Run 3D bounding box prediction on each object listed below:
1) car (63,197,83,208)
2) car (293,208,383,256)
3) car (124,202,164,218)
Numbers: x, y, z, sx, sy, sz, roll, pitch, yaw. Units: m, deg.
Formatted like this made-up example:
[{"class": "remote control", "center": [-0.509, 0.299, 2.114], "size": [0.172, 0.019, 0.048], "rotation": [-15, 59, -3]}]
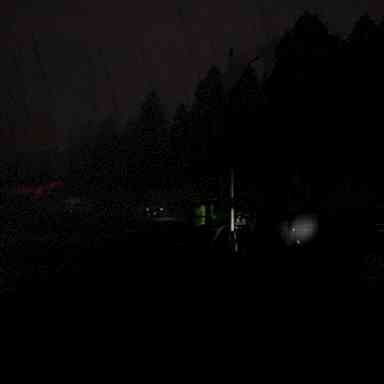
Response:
[{"class": "car", "center": [-17.816, 1.531, 49.791], "size": [1.812, 1.442, 4.674], "rotation": [0, 0, -35]}, {"class": "car", "center": [6.035, 1.346, 12.018], "size": [4.553, 1.767, 2.097], "rotation": [0, 0, 18]}, {"class": "car", "center": [-4.525, 1.603, 30.988], "size": [1.895, 1.301, 4.718], "rotation": [0, 0, -35]}]
